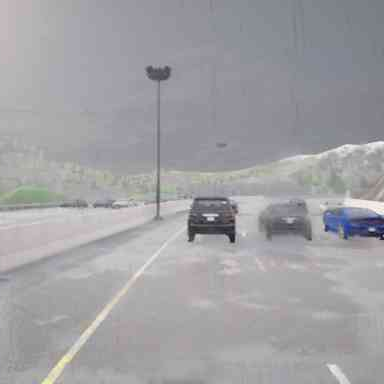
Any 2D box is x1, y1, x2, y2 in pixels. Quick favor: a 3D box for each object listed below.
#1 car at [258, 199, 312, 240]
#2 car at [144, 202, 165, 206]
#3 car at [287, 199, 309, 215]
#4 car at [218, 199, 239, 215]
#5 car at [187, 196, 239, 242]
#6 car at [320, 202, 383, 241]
[{"bbox_3d":[4.649,1.356,17.184,2.097,1.767,4.553,0,0,6],"label":"car"},{"bbox_3d":[-4.812,1.451,44.515,1.882,1.535,5.008,0,0,14],"label":"car"},{"bbox_3d":[11.164,1.516,35.312,1.837,1.490,4.892,0,0,12],"label":"car"},{"bbox_3d":[3.846,1.522,34.591,1.812,1.442,4.674,0,0,11],"label":"car"},{"bbox_3d":[1.040,1.217,16.609,2.150,2.045,5.566,0,0,6],"label":"car"},{"bbox_3d":[8.141,1.489,17.026,1.882,1.535,5.008,0,0,6],"label":"car"}]
